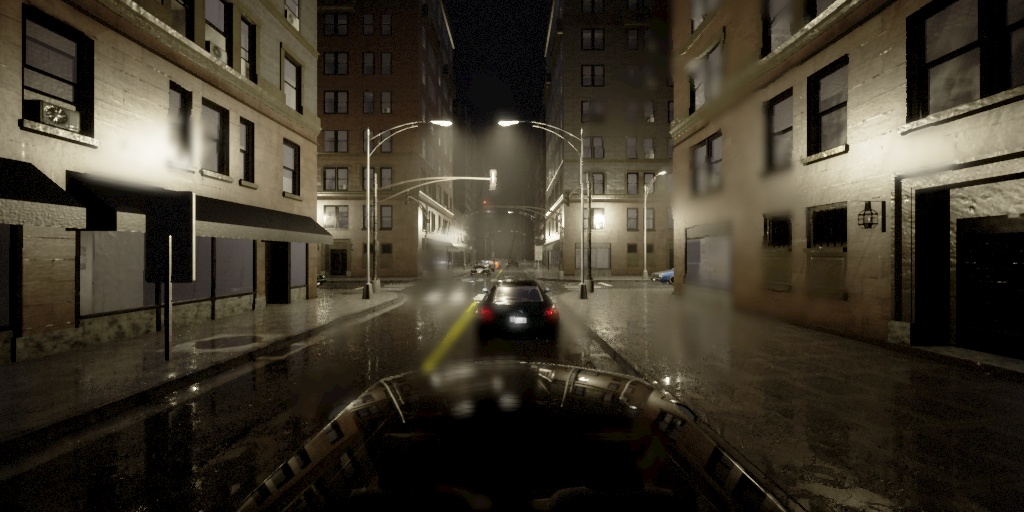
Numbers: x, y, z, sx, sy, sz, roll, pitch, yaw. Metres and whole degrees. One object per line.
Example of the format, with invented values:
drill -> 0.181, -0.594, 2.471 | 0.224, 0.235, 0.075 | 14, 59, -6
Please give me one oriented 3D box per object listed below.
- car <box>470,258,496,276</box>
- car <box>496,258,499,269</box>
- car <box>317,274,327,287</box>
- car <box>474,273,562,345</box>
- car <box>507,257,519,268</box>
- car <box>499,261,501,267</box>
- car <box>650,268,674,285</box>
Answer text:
car -> -3.079, 1.240, 36.326 | 2.128, 1.511, 4.902 | 0, 0, 0
car -> -3.078, 1.294, 46.068 | 2.033, 1.411, 5.357 | 0, 0, 0
car -> -14.016, 1.387, 21.877 | 4.718, 1.301, 1.895 | 0, 0, 0
car -> 0.118, 1.314, 9.497 | 1.994, 1.385, 4.181 | 0, 0, -1
car -> 0.132, 1.239, 62.895 | 1.837, 1.490, 4.892 | 0, 0, 0
car -> -3.060, 1.093, 55.850 | 2.097, 1.767, 4.553 | 0, 0, -1
car -> 12.626, 1.261, 25.150 | 5.357, 1.411, 2.033 | 0, 0, 0
